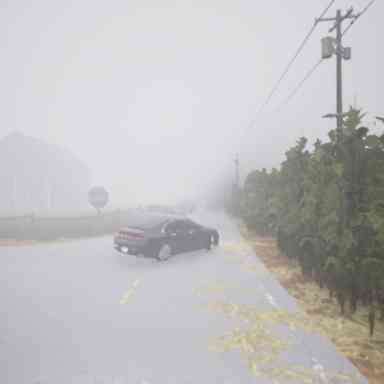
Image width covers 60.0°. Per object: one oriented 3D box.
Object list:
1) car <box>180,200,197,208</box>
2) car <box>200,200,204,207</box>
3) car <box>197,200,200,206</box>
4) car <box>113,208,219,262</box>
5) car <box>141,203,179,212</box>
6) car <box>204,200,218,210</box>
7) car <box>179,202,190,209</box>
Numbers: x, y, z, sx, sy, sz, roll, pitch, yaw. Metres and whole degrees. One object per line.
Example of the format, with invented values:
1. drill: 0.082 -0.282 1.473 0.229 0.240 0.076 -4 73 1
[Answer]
1. car: -0.920 1.858 42.633 2.097 1.767 4.553 0 -1 4
2. car: 1.489 2.330 67.764 4.674 1.442 1.812 -1 -1 42
3. car: -0.163 2.131 52.801 1.837 1.490 4.892 0 -1 5
4. car: -0.784 1.662 12.917 1.837 1.490 4.892 4 2 37
5. car: -2.337 1.623 22.825 2.097 1.767 4.553 0 -1 4
6. car: 3.302 2.121 54.152 1.882 1.535 5.008 0 -1 4
7. car: -1.646 1.951 32.587 1.994 1.385 4.181 0 -1 4
